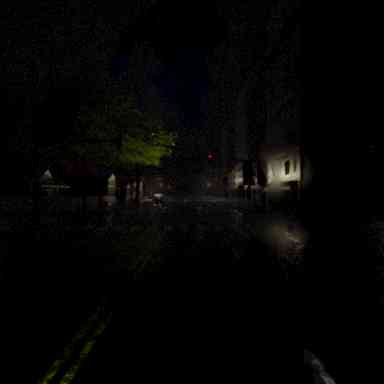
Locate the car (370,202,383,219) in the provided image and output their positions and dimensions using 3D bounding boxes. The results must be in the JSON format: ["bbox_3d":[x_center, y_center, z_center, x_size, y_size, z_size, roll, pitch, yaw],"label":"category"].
[{"bbox_3d":[16.388,1.525,25.445,4.206,1.307,1.802,0,0,0],"label":"car"}]

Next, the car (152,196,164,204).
[{"bbox_3d":[-6.487,1.471,64.175,2.128,1.511,4.902,0,0,0],"label":"car"}]

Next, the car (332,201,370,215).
[{"bbox_3d":[16.384,1.551,33.470,4.313,1.339,1.947,0,0,0],"label":"car"}]
